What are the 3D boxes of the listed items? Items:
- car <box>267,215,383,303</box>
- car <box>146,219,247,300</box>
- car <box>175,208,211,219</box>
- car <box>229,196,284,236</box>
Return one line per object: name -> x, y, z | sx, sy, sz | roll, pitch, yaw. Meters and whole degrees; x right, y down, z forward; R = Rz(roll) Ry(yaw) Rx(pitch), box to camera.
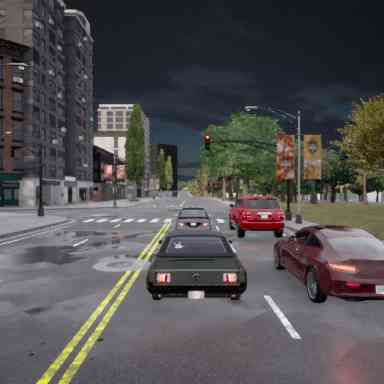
car -> 3.334, 1.524, 8.065 | 1.812, 1.442, 4.674 | 0, 0, 0
car -> 0.081, 1.599, 8.324 | 1.895, 1.301, 4.718 | 0, 0, 0
car -> 0.060, 1.543, 17.916 | 2.033, 1.411, 5.357 | 0, 0, 0
car -> 3.309, 1.217, 17.877 | 2.150, 2.045, 5.566 | 0, 0, 0
